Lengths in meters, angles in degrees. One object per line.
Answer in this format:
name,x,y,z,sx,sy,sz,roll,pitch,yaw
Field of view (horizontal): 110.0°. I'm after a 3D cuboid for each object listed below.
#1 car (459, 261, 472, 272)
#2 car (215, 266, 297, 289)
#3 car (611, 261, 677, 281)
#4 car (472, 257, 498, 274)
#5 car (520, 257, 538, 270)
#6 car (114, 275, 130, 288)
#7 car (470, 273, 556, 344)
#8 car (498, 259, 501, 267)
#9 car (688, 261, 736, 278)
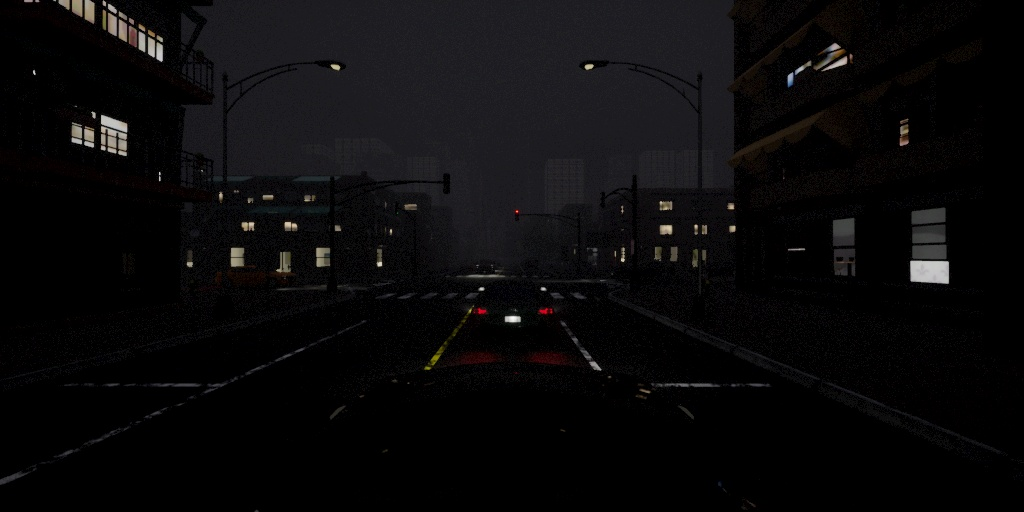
car,-5.738,1.316,46.525,1.888,1.381,4.507,0,0,0
car,-17.776,1.420,25.055,5.008,1.535,1.882,-1,0,0
car,10.364,1.114,28.247,4.902,1.511,2.128,-1,0,0
car,-3.001,1.117,40.711,2.097,1.767,4.553,0,0,-2
car,2.735,1.092,52.039,2.192,1.841,5.009,0,0,0
car,-29.693,1.610,25.061,4.674,1.442,1.812,-1,0,0
car,0.016,1.315,9.647,1.994,1.385,4.181,0,0,0
car,-3.050,1.325,52.454,2.033,1.411,5.357,0,0,0
car,17.522,1.113,30.832,4.313,1.339,1.948,0,0,0
